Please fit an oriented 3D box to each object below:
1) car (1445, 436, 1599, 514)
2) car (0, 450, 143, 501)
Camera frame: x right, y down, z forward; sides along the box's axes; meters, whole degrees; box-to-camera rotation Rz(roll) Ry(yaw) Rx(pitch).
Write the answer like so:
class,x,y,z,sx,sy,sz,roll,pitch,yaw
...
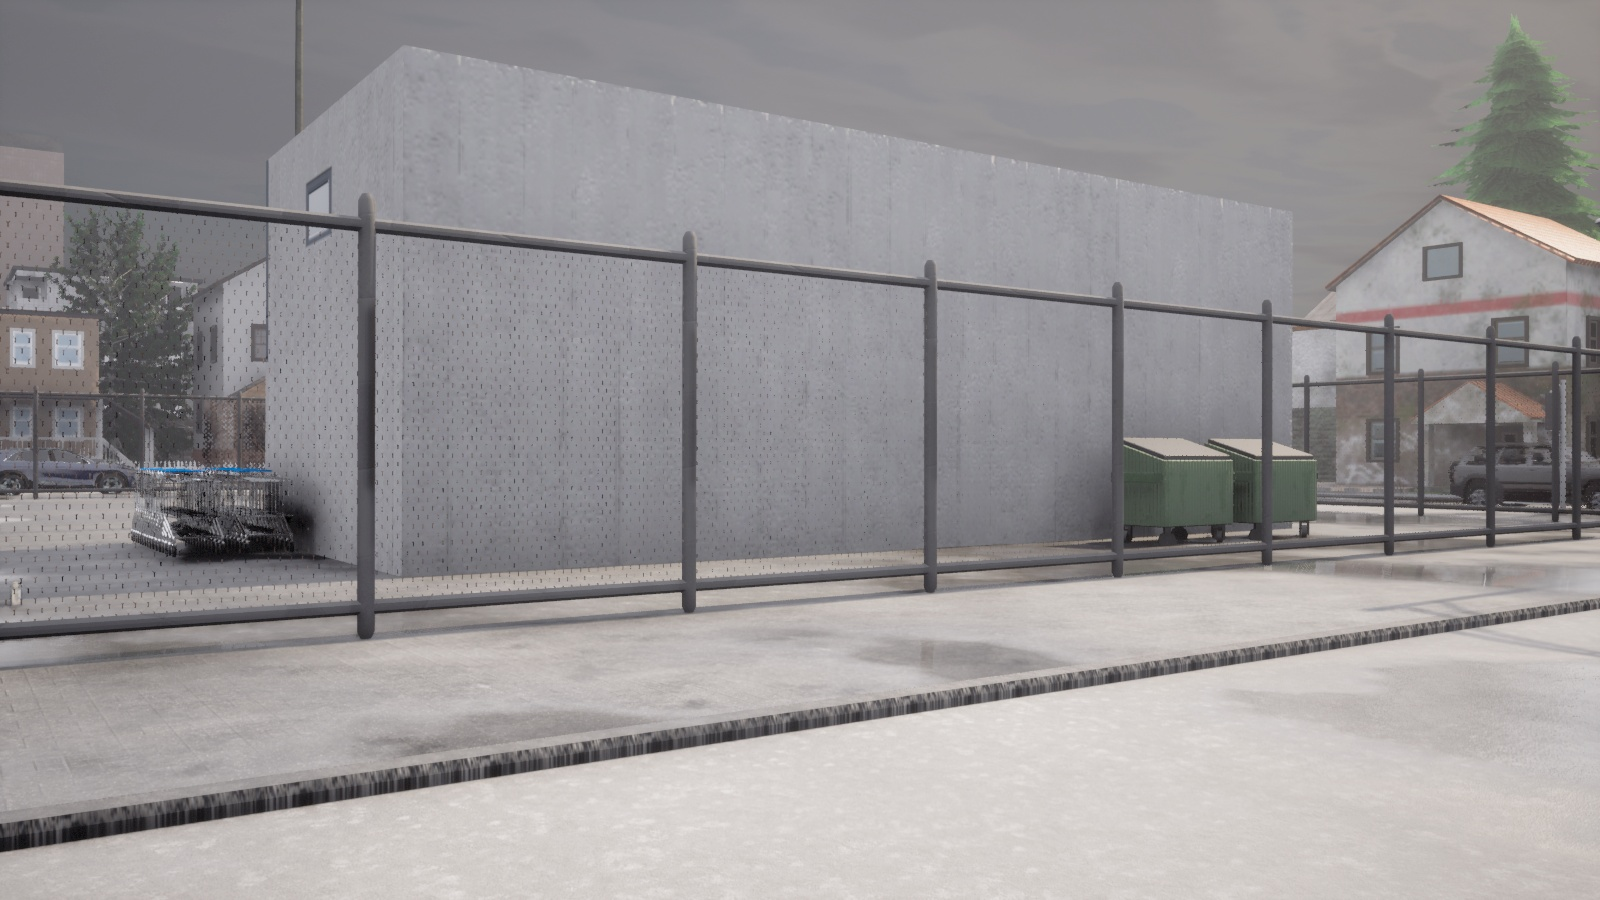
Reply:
class,x,y,z,sx,sy,sz,roll,pitch,yaw
car,19.006,0.598,31.529,1.932,1.855,4.605,0,0,-35
car,-24.908,0.831,42.177,4.856,1.649,2.033,0,0,-34
